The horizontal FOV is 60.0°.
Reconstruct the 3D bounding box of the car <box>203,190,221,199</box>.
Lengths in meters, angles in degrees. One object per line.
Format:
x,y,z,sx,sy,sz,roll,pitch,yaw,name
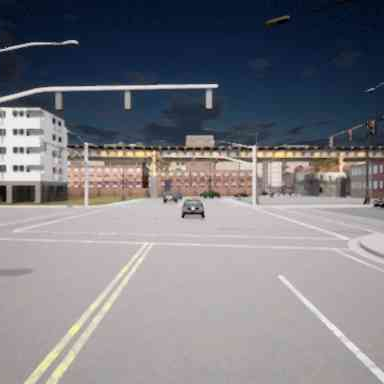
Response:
4.940,0.576,83.258,2.150,2.045,5.566,0,1,39,car

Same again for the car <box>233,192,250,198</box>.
13.407,0.824,89.680,4.674,1.442,1.812,0,0,-24,car

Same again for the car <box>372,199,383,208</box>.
21.737,1.028,35.175,4.902,1.511,2.128,-1,0,1,car

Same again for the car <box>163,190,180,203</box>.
-3.570,0.793,55.191,2.150,2.045,5.566,0,0,0,car

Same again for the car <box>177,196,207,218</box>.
0.089,1.299,27.569,2.033,1.411,5.357,0,0,0,car
